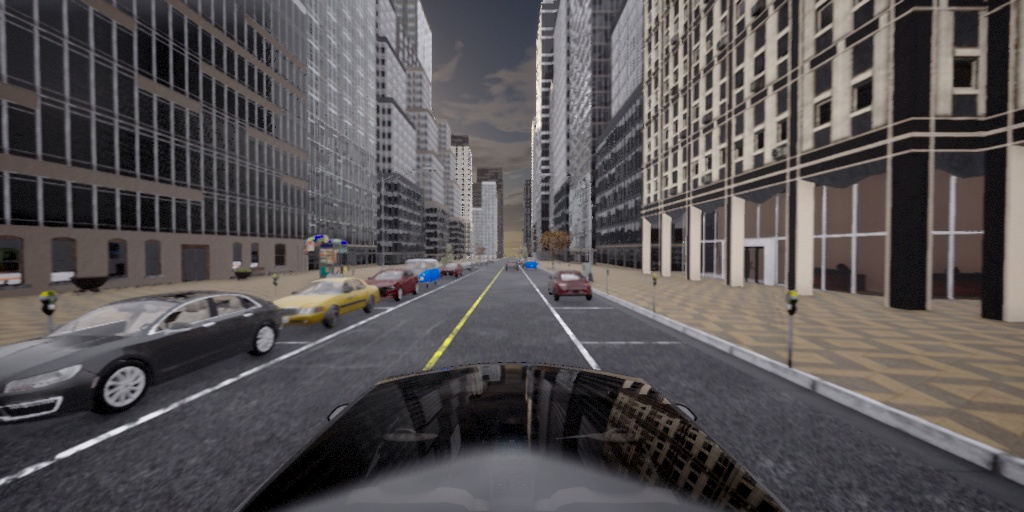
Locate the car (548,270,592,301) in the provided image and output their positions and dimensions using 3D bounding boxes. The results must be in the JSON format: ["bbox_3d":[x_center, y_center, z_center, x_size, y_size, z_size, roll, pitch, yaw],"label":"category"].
[{"bbox_3d":[2.693,1.331,17.117,1.802,1.307,4.207,0,0,0],"label":"car"}]

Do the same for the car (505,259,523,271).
[{"bbox_3d":[0.003,1.255,49.689,2.128,1.511,4.902,0,0,0],"label":"car"}]

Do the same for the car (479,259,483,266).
[{"bbox_3d":[-5.687,1.315,50.866,2.007,1.370,4.403,0,0,0],"label":"car"}]

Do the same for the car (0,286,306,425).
[{"bbox_3d":[-5.689,1.300,5.866,2.007,1.370,4.403,0,0,0],"label":"car"}]

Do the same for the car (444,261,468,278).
[{"bbox_3d":[-5.687,1.299,33.991,1.888,1.381,4.507,0,0,0],"label":"car"}]

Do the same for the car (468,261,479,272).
[{"bbox_3d":[-5.687,1.311,45.242,2.007,1.370,4.403,0,0,0],"label":"car"}]

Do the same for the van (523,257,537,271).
[{"bbox_3d":[2.695,1.105,50.866,1.690,1.789,3.998,0,0,0],"label":"van"}]

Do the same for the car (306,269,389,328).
[{"bbox_3d":[-5.689,1.274,11.322,1.751,1.417,4.829,0,0,0],"label":"car"}]

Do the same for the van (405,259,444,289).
[{"bbox_3d":[-5.688,1.091,22.741,1.690,1.789,3.998,0,0,0],"label":"van"}]

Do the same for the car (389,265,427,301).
[{"bbox_3d":[-5.688,1.294,17.117,1.888,1.381,4.507,0,0,0],"label":"car"}]
